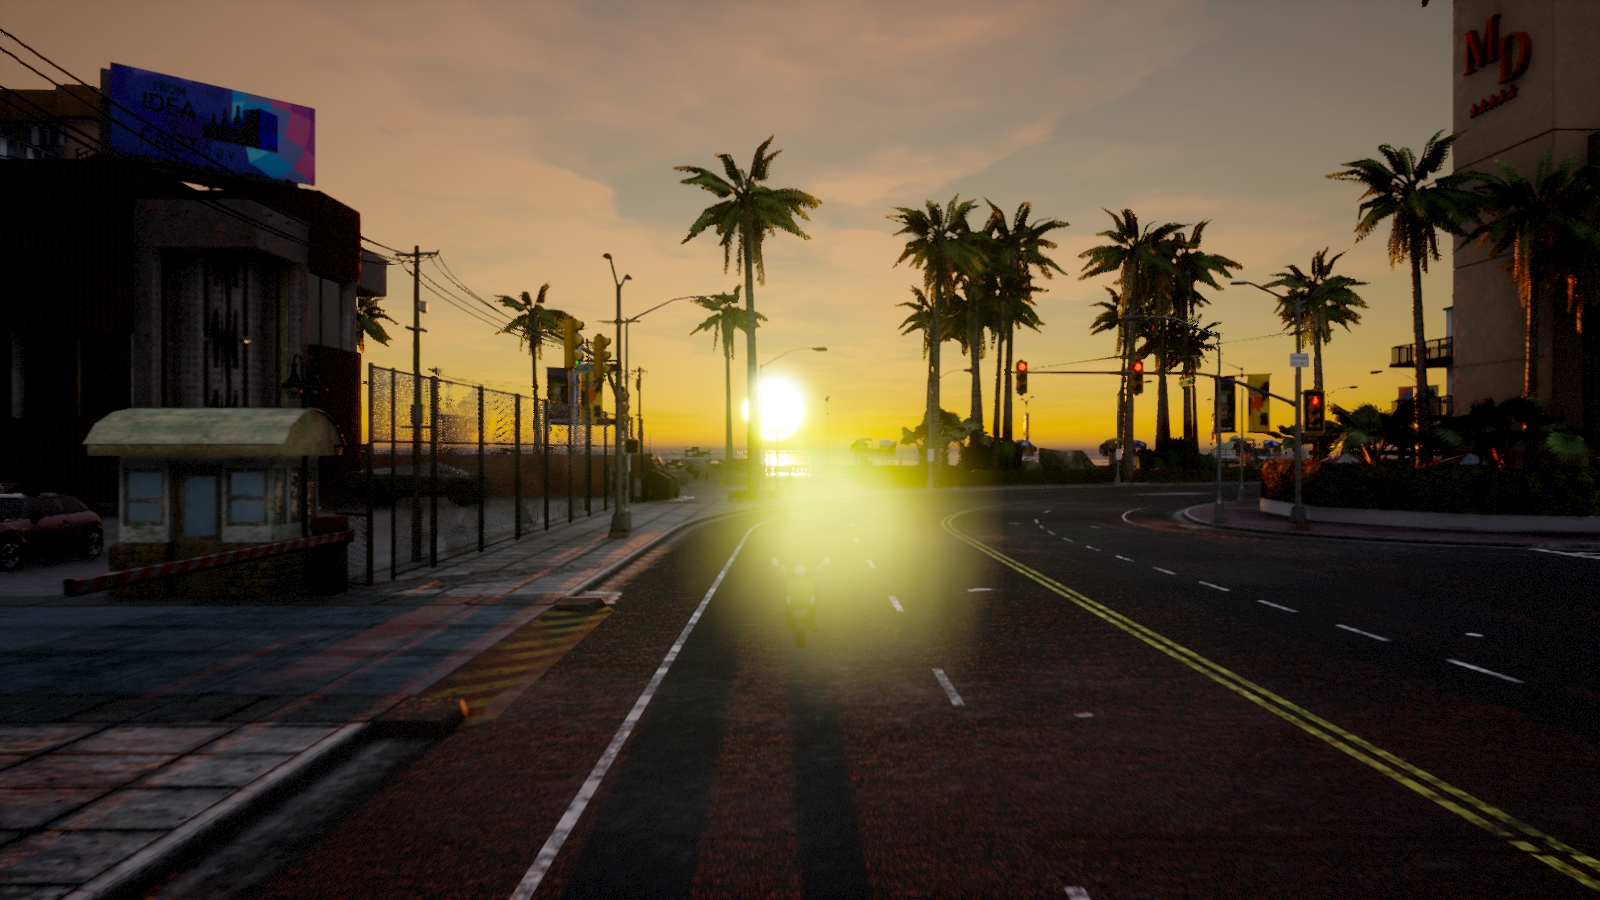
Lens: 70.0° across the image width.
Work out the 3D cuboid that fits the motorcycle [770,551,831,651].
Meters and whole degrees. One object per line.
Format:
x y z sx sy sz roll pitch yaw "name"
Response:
0.013 2.182 16.838 0.856 1.236 1.805 0 0 0 "motorcycle"
